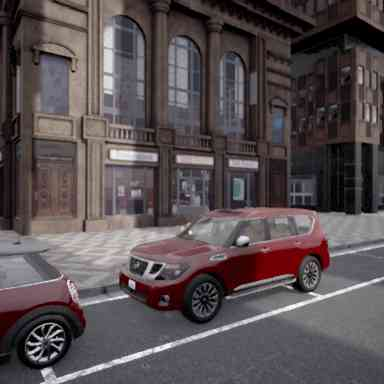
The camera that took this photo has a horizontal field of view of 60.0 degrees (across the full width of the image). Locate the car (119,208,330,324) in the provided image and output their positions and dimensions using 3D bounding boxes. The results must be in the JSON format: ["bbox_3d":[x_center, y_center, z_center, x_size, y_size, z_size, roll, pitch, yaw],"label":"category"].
[{"bbox_3d":[0.984,1.313,7.341,5.009,1.841,2.192,0,0,-35],"label":"car"}]

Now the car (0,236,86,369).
[{"bbox_3d":[-3.579,1.440,4.092,4.097,1.590,1.967,0,0,-35],"label":"car"}]
